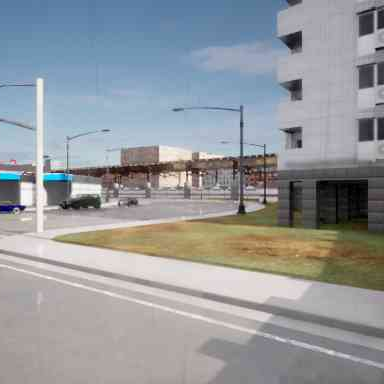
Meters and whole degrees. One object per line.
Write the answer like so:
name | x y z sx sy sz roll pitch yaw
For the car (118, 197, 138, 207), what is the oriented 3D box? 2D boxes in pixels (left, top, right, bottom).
car | -10.062 1.492 52.491 2.128 1.511 4.902 0 0 13

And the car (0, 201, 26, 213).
car | -19.701 1.601 33.931 1.895 1.301 4.718 0 0 37

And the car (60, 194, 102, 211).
car | -14.023 1.223 42.308 2.150 2.045 5.566 0 0 29
